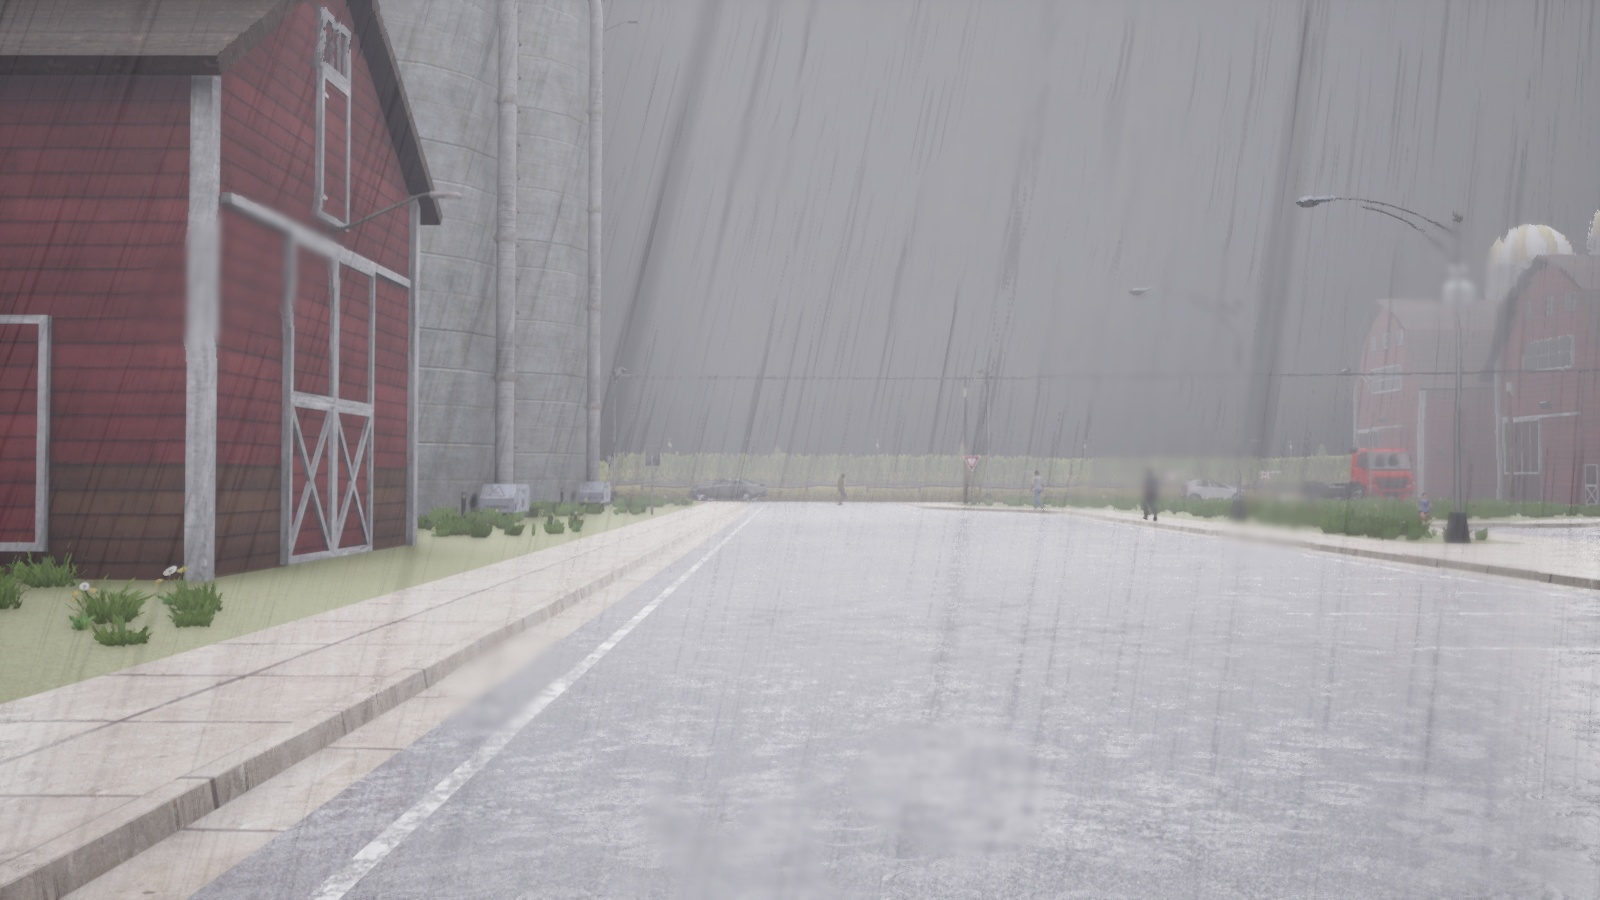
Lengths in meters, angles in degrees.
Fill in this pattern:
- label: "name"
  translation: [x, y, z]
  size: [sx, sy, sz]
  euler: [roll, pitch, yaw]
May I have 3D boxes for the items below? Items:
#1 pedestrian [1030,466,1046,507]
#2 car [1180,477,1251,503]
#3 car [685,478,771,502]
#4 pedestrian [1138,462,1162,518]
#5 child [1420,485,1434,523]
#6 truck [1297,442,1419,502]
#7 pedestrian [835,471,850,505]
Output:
- label: "pedestrian"
  translation: [10.729, 1.655, 56.536]
  size: [0.354, 1.836, 0.706]
  euler: [0, -1, -24]
- label: "car"
  translation: [24.628, 2.346, 74.541]
  size: [3.633, 1.501, 1.845]
  euler: [0, -1, 0]
- label: "car"
  translation: [-4.473, 2.484, 78.222]
  size: [4.902, 1.511, 2.128]
  euler: [-1, -1, 14]
- label: "pedestrian"
  translation: [11.674, 1.335, 41.917]
  size: [0.540, 1.848, 0.694]
  euler: [0, -1, -4]
- label: "child"
  translation: [18.298, 1.575, 36.646]
  size: [0.255, 1.110, 0.394]
  euler: [0, -1, 10]
- label: "truck"
  translation: [33.839, 1.343, 76.575]
  size: [2.891, 3.462, 7.936]
  euler: [0, -1, -9]
- label: "pedestrian"
  translation: [2.341, 2.098, 69.142]
  size: [0.726, 1.835, 0.370]
  euler: [0, -1, -9]
